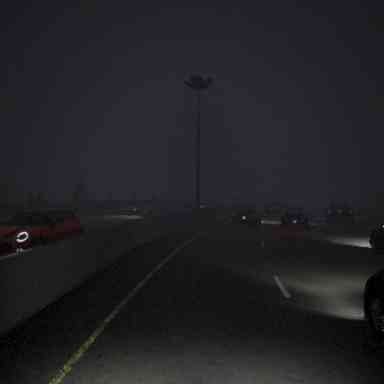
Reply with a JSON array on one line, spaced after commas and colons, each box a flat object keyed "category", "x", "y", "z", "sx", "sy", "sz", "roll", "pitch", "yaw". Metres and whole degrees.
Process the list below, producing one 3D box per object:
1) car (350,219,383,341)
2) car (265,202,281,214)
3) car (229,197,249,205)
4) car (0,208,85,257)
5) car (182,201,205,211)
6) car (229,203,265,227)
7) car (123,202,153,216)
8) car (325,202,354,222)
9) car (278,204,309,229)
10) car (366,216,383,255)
[{"category": "car", "x": 3.860, "y": 1.401, "z": 3.729, "sx": 2.097, "sy": 1.767, "sz": 4.553, "roll": 0, "pitch": -1, "yaw": 3}, {"category": "car", "x": 10.373, "y": 1.996, "z": 41.598, "sx": 2.163, "sy": 1.488, "sz": 4.792, "roll": 0, "pitch": -1, "yaw": 23}, {"category": "car", "x": 7.713, "y": 1.873, "z": 53.573, "sx": 2.150, "sy": 2.045, "sz": 5.566, "roll": 0, "pitch": -1, "yaw": 24}, {"category": "car", "x": -5.970, "y": 1.460, "z": 12.721, "sx": 2.097, "sy": 1.767, "sz": 4.553, "roll": 0, "pitch": -1, "yaw": 9}, {"category": "car", "x": 0.262, "y": 2.021, "z": 45.208, "sx": 1.837, "sy": 1.490, "sz": 4.892, "roll": 0, "pitch": -1, "yaw": 24}, {"category": "car", "x": 4.269, "y": 1.843, "z": 25.737, "sx": 1.994, "sy": 1.385, "sz": 4.181, "roll": 0, "pitch": -1, "yaw": 16}, {"category": "car", "x": -6.179, "y": 1.943, "z": 38.878, "sx": 1.812, "sy": 1.442, "sz": 4.674, "roll": 0, "pitch": -1, "yaw": 22}, {"category": "car", "x": 12.845, "y": 1.691, "z": 29.224, "sx": 2.097, "sy": 1.767, "sz": 4.553, "roll": 0, "pitch": -1, "yaw": 20}, {"category": "car", "x": 7.370, "y": 1.792, "z": 24.002, "sx": 1.812, "sy": 1.442, "sz": 4.674, "roll": 0, "pitch": -1, "yaw": 16}, {"category": "car", "x": 8.302, "y": 1.709, "z": 12.399, "sx": 1.994, "sy": 1.385, "sz": 4.181, "roll": 0, "pitch": -1, "yaw": 9}]
